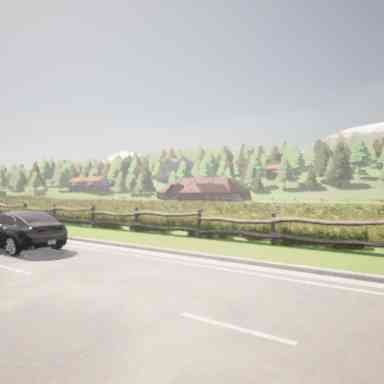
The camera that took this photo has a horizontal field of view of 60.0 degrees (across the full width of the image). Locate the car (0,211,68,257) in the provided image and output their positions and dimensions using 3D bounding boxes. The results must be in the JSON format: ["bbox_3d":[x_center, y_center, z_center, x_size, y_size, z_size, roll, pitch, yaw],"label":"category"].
[{"bbox_3d":[-6.869,1.506,13.063,4.892,1.490,1.837,0,0,36],"label":"car"}]
